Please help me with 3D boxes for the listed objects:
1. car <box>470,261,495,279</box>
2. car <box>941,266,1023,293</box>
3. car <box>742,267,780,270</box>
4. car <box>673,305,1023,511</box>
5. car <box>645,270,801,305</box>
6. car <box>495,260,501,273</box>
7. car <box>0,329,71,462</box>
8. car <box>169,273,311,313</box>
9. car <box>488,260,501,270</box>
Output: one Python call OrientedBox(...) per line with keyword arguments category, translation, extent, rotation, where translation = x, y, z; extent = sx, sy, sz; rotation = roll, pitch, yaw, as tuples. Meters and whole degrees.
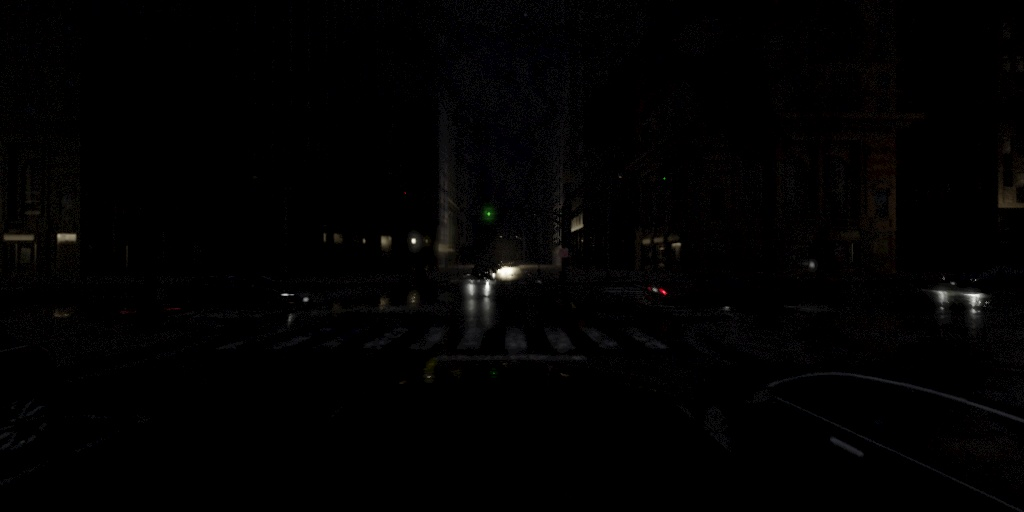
OrientedBox(category="car", translation=(-3.076, 1.531, 36.381), extent=(1.837, 1.490, 4.892), rotation=(0, 0, 0))
OrientedBox(category="car", translation=(28.163, 1.339, 20.990), extent=(4.674, 1.442, 1.812), rotation=(0, 0, 0))
OrientedBox(category="car", translation=(14.200, 1.377, 20.955), extent=(4.674, 1.442, 1.812), rotation=(0, 0, 0))
OrientedBox(category="car", translation=(2.763, 1.303, 2.081), extent=(2.007, 1.370, 4.403), rotation=(0, 0, 0))
OrientedBox(category="car", translation=(8.206, 1.397, 14.339), extent=(5.357, 1.411, 2.033), rotation=(0, 0, 0))
OrientedBox(category="car", translation=(-3.096, 1.696, 51.127), extent=(2.033, 1.411, 5.357), rotation=(0, 0, 0))
OrientedBox(category="car", translation=(-5.762, 1.193, 2.053), extent=(1.967, 1.591, 4.097), rotation=(0, 0, 0))
OrientedBox(category="car", translation=(-10.678, 1.441, 14.284), extent=(4.902, 1.511, 2.128), rotation=(1, 0, 0))
OrientedBox(category="car", translation=(-3.074, 1.620, 65.157), extent=(2.097, 1.767, 4.553), rotation=(0, -1, 1))
